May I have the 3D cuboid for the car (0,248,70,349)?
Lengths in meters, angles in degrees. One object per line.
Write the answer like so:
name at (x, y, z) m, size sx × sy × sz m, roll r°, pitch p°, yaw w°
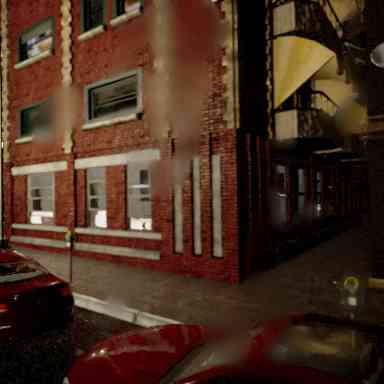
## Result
car at (-3.737, 1.627, 5.724) m, size 4.206 × 1.307 × 1.802 m, roll -1°, pitch -1°, yaw 36°

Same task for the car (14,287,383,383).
car at (0.768, 1.586, 2.300) m, size 4.206 × 1.307 × 1.802 m, roll -1°, pitch -1°, yaw 36°
